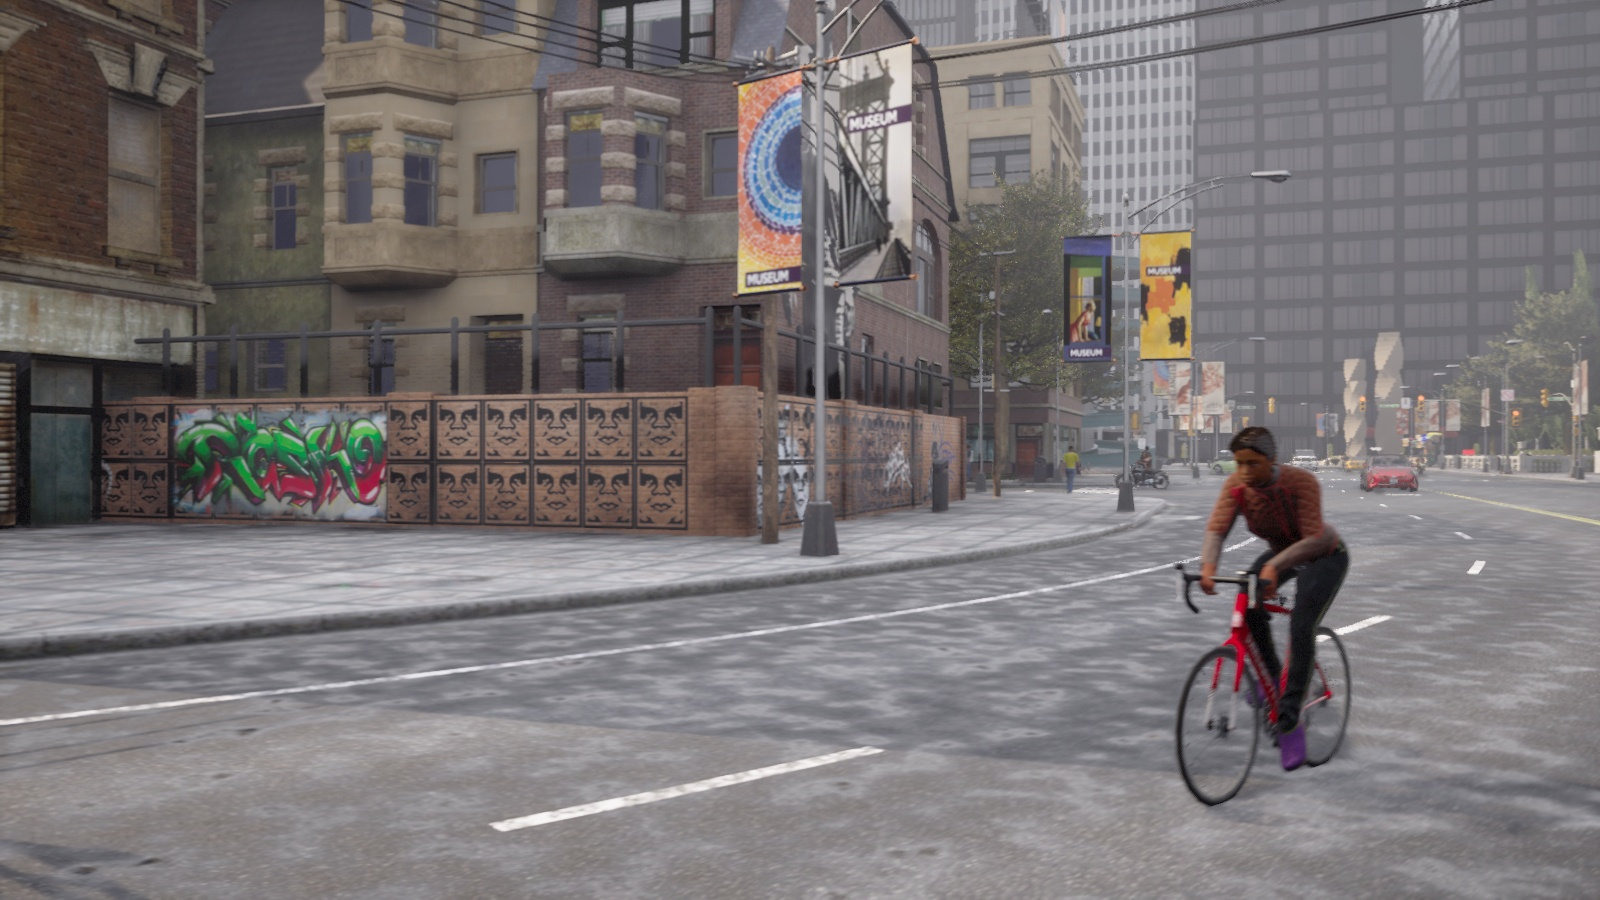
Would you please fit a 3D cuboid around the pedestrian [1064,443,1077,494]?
[{"bbox_3d":[9.843,0.671,45.671,0.354,1.836,0.706,0,0,19],"label":"pedestrian"}]

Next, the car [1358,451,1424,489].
[{"bbox_3d":[24.367,0.793,51.911,2.007,1.525,4.514,0,0,20],"label":"car"}]

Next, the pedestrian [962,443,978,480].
[{"bbox_3d":[8.433,0.577,62.148,0.706,1.836,0.354,0,0,22],"label":"pedestrian"}]

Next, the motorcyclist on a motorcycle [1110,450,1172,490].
[{"bbox_3d":[14.317,0.825,52.725,2.350,1.649,0.766,0,-1,-6],"label":"motorcyclist on a motorcycle"}]

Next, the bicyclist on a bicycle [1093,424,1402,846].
[{"bbox_3d":[2.039,0.710,5.605,1.656,1.620,0.582,0,0,-43],"label":"bicyclist on a bicycle"}]
